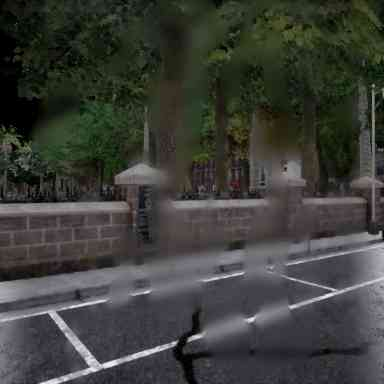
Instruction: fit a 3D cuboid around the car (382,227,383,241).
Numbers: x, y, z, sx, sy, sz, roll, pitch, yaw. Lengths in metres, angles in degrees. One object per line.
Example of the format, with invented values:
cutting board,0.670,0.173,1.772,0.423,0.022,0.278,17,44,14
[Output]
car,9.754,1.310,13.498,5.009,1.841,2.192,0,0,-36
